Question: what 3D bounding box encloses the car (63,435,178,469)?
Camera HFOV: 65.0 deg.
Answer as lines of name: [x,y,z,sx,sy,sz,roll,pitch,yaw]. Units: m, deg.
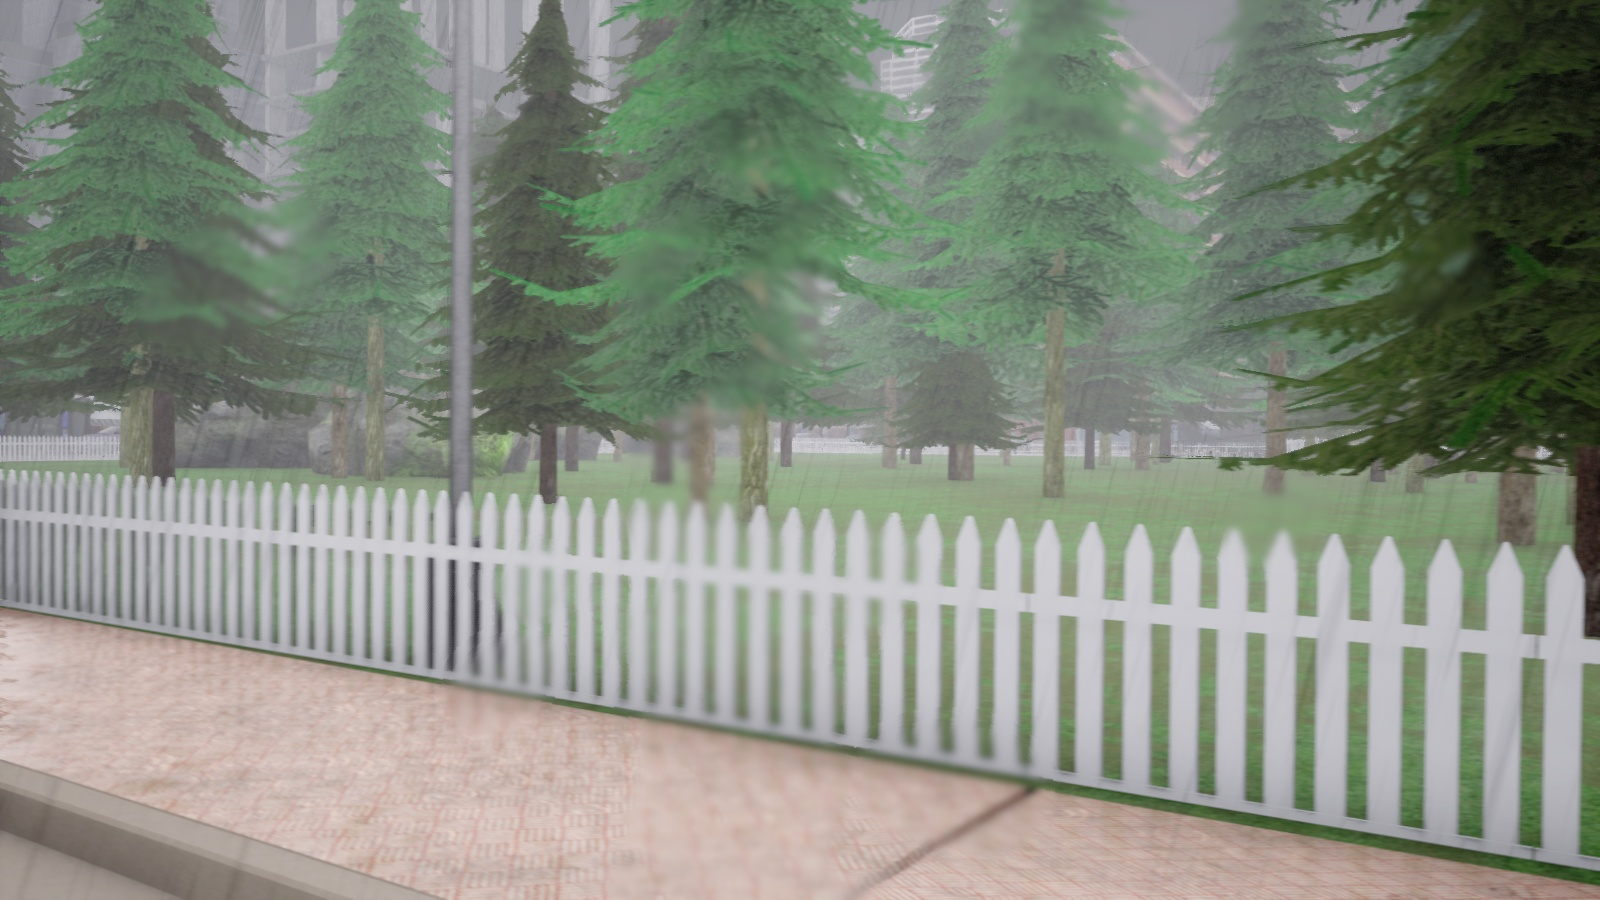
car: [-35.427,0.087,65.605,2.033,1.649,4.856,0,1,37]
